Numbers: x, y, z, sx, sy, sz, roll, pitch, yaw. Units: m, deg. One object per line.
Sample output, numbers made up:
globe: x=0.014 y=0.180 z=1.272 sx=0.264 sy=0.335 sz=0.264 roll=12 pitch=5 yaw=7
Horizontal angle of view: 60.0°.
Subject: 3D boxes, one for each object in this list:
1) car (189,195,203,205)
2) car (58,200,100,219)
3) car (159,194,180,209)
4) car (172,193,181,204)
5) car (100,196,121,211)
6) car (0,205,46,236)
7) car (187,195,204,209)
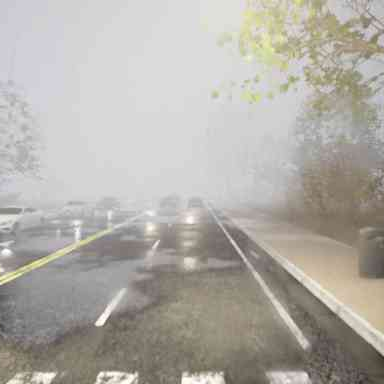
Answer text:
car: x=0.553 y=1.200 z=50.129 sx=1.994 sy=1.385 sz=4.181 roll=0 pitch=1 yaw=1
car: x=-9.535 y=1.376 z=27.940 sx=1.812 sy=1.442 sz=4.674 roll=0 pitch=0 yaw=1
car: x=-2.814 y=1.257 z=40.001 sx=1.812 sy=1.442 sz=4.674 roll=0 pitch=0 yaw=1
car: x=-2.701 y=0.999 z=50.004 sx=2.097 sy=1.767 sz=4.553 roll=0 pitch=0 yaw=1
car: x=-9.404 y=1.275 z=37.820 sx=1.837 sy=1.490 sz=4.892 roll=0 pitch=0 yaw=1
car: x=-9.651 y=1.452 z=18.210 sx=1.812 sy=1.442 sz=4.674 roll=0 pitch=0 yaw=0
car: x=0.435 y=1.286 z=39.931 sx=1.994 sy=1.385 sz=4.181 roll=0 pitch=0 yaw=1
